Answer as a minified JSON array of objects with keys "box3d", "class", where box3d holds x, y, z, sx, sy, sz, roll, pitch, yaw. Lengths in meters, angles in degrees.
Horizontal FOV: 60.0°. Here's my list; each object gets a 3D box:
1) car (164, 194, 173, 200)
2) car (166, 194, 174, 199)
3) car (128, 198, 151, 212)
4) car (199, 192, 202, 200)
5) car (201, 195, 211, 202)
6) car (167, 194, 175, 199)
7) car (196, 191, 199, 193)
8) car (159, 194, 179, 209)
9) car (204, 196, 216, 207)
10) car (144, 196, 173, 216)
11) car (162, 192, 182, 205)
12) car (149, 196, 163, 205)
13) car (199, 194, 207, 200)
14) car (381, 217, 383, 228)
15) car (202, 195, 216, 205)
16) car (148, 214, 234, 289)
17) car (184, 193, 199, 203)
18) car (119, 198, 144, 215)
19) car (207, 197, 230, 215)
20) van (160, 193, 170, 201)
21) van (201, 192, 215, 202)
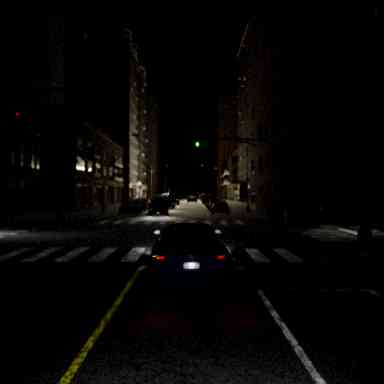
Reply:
[{"box3d":[-5.828,1.232,83.169,2.008,1.369,4.403,1,0,0],"class":"car"},{"box3d":[-5.826,1.227,88.843,1.947,1.339,4.313,1,0,0],"class":"car"},{"box3d":[-5.840,1.394,37.787,1.887,1.381,4.507,1,0,0],"class":"car"},{"box3d":[2.693,1.099,54.795,2.192,1.841,5.009,1,0,0],"class":"car"},{"box3d":[2.693,1.325,66.142,1.802,1.307,4.206,1,0,0],"class":"car"},{"box3d":[-5.825,1.206,94.516,1.947,1.339,4.313,1,0,0],"class":"car"},{"box3d":[2.702,0.976,88.836,2.192,1.841,5.009,1,0,0],"class":"car"},{"box3d":[-3.078,1.311,41.722,1.882,1.535,5.008,0,0,0],"class":"car"},{"box3d":[2.685,1.431,37.776,1.802,1.307,4.206,1,0,0],"class":"car"},{"box3d":[-3.134,1.420,31.758,2.033,1.411,5.357,0,0,-3],"class":"car"},{"box3d":[-3.032,1.148,51.752,2.097,1.767,4.553,0,0,1],"class":"car"},{"box3d":[-5.835,1.366,54.806,1.802,1.307,4.206,1,0,0],"class":"car"},{"box3d":[2.698,1.206,83.332,1.752,1.417,4.829,1,0,0],"class":"car"},{"box3d":[13.596,1.417,19.304,4.553,1.767,2.097,0,0,0],"class":"car"},{"box3d":[2.687,1.409,43.450,1.802,1.307,4.206,1,0,0],"class":"car"},{"box3d":[-0.107,1.527,9.073,1.994,1.385,4.181,0,0,-3],"class":"car"},{"box3d":[0.029,1.307,61.448,2.033,1.411,5.357,0,0,0],"class":"car"},{"box3d":[-5.841,1.416,32.114,1.887,1.381,4.507,1,0,0],"class":"car"},{"box3d":[2.684,1.453,32.103,1.802,1.307,4.206,1,0,0],"class":"car"},{"box3d":[-5.829,1.063,71.823,1.690,1.788,3.998,1,0,0],"class":"van"},{"box3d":[2.691,1.146,49.122,1.690,1.788,3.998,1,0,0],"class":"van"}]
